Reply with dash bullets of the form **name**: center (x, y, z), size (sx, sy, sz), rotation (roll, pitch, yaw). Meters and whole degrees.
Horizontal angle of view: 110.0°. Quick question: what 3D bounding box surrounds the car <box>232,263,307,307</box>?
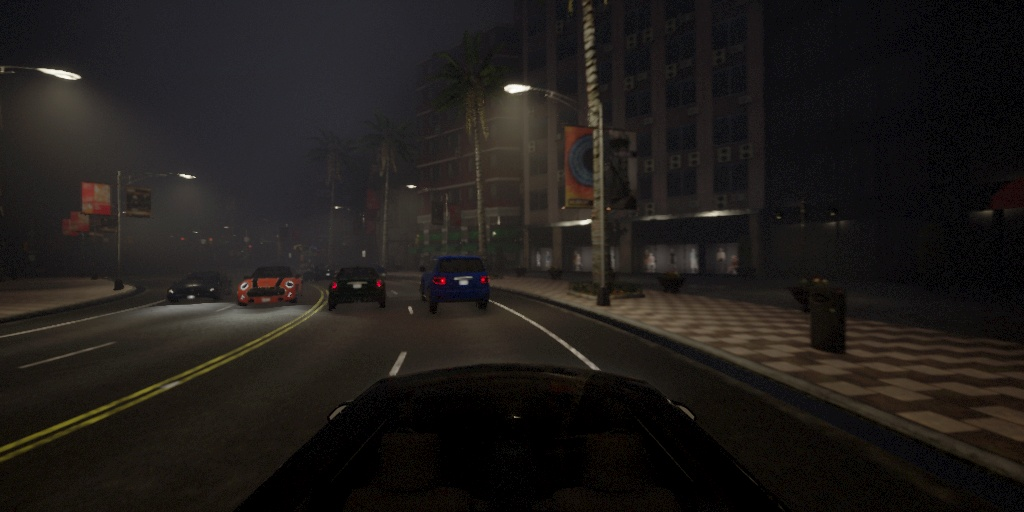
- **car**: center (-11.057, 1.229, 16.690), size (2.097, 1.767, 4.553), rotation (-1, 0, -26)

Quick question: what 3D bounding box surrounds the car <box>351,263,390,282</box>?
- **car**: center (-12.705, 1.426, 32.079), size (1.812, 1.442, 4.674), rotation (0, 0, -41)

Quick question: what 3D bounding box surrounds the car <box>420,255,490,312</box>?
- **car**: center (-2.471, 1.004, 14.685), size (2.150, 2.045, 5.566), rotation (0, 0, -18)

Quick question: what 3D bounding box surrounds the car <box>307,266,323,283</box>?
- **car**: center (-16.566, 1.507, 31.077), size (1.994, 1.385, 4.181), rotation (-1, 0, -43)

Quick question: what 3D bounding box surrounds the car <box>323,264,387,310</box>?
- **car**: center (-6.642, 1.180, 15.680), size (2.097, 1.767, 4.553), rotation (-1, 0, -20)

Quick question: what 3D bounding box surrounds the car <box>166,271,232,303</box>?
- **car**: center (-15.725, 1.476, 18.400), size (2.033, 1.411, 5.357), rotation (-1, 0, -30)
